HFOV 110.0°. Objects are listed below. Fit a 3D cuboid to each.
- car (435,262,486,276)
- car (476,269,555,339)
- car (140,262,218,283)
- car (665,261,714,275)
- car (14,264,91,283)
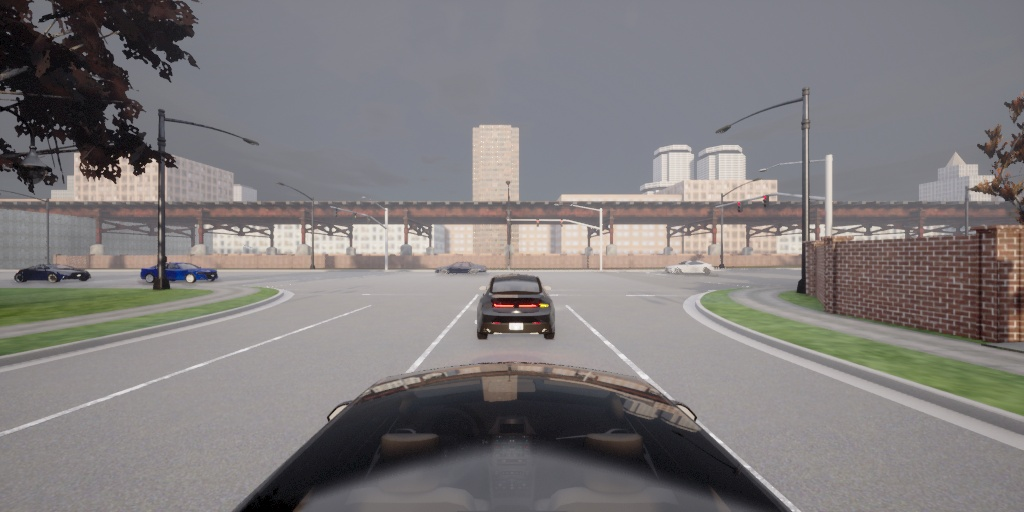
[{"bbox_3d":[-5.252,1.296,37.453,5.357,1.411,2.033,0,0,2],"label":"car"},{"bbox_3d":[0.093,1.256,10.060,1.837,1.490,4.892,0,0,0],"label":"car"},{"bbox_3d":[-25.226,1.228,27.291,5.008,1.535,1.882,0,0,2],"label":"car"},{"bbox_3d":[18.176,1.194,36.799,4.674,1.442,1.812,0,0,1],"label":"car"},{"bbox_3d":[-35.254,1.314,27.600,4.181,1.385,1.994,0,0,2],"label":"car"}]
